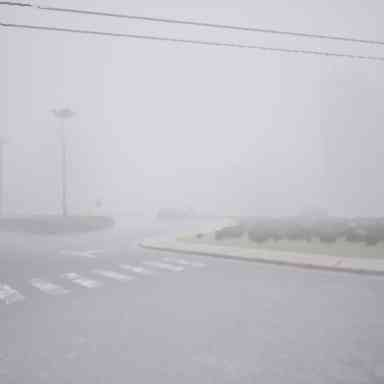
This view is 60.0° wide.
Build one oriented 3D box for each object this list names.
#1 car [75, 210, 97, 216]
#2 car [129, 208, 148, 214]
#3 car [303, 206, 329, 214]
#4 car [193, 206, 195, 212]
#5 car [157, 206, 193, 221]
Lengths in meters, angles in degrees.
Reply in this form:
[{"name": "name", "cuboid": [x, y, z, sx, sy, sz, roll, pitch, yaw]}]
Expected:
[{"name": "car", "cuboid": [-19.187, 4.035, 59.732, 1.784, 1.438, 3.905, -3, -3, 43]}, {"name": "car", "cuboid": [-11.332, 4.170, 69.989, 1.816, 1.474, 4.193, -3, -3, 43]}, {"name": "car", "cuboid": [16.720, 2.658, 44.859, 2.242, 1.667, 4.611, -3, -3, 43]}, {"name": "car", "cuboid": [-1.053, 3.449, 61.274, 1.905, 1.878, 3.866, -3, -3, 43]}, {"name": "car", "cuboid": [-2.567, 2.937, 44.632, 1.932, 1.855, 4.605, -3, -3, 43]}]
